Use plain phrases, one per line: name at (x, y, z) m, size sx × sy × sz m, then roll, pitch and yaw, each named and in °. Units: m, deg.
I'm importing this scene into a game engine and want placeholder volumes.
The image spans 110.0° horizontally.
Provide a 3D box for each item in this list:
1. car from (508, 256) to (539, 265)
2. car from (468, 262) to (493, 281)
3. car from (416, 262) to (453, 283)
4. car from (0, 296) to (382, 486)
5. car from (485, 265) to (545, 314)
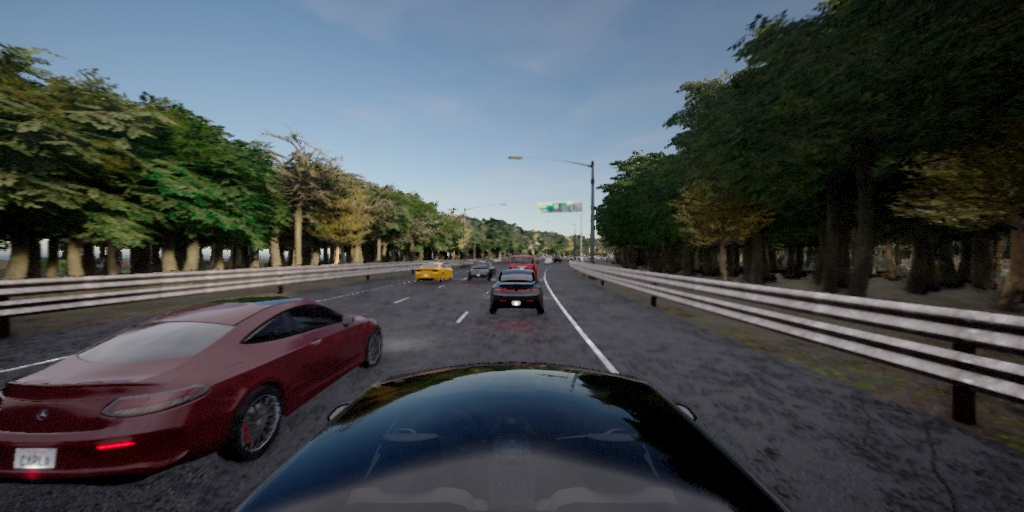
car at (0.863, 0.989, 27.410) m, size 2.150 × 2.045 × 5.566 m, roll 0°, pitch 0°, yaw 4°
car at (-2.375, 1.253, 29.645) m, size 2.128 × 1.511 × 4.902 m, roll 0°, pitch 0°, yaw 4°
car at (-6.000, 1.231, 28.186) m, size 1.882 × 1.535 × 5.008 m, roll 0°, pitch 0°, yaw 4°
car at (-3.364, 1.272, 4.854) m, size 1.812 × 1.442 × 4.674 m, roll 0°, pitch 0°, yaw 1°
car at (0.214, 1.268, 13.959) m, size 1.837 × 1.490 × 4.892 m, roll 0°, pitch 0°, yaw 2°
